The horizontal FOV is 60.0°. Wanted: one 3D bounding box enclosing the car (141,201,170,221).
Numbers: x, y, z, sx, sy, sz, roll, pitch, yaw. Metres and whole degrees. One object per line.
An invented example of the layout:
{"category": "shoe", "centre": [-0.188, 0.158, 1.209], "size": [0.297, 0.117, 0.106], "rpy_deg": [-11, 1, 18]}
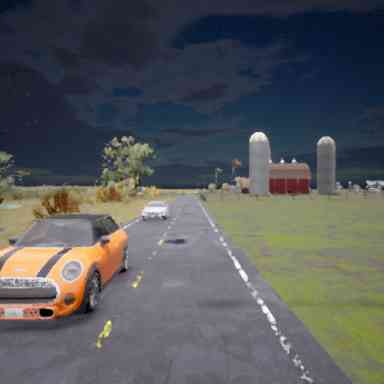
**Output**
{"category": "car", "centre": [-2.776, 1.439, 26.204], "size": [1.812, 1.442, 4.674], "rpy_deg": [0, 0, 1]}

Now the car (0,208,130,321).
{"category": "car", "centre": [-2.818, 1.323, 7.530], "size": [2.097, 1.767, 4.553], "rpy_deg": [0, 0, 0]}
